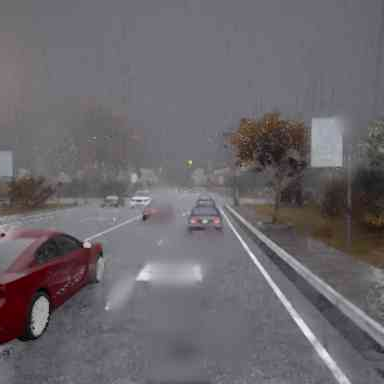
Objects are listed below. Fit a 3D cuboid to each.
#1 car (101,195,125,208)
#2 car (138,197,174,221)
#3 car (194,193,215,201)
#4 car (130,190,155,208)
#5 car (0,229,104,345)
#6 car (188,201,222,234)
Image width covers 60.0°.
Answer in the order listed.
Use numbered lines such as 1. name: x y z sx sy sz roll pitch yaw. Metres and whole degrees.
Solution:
1. car: -9.083 1.087 38.567 1.812 1.442 4.674 0 1 2
2. car: -2.505 1.364 25.299 1.994 1.385 4.181 0 1 2
3. car: 1.380 1.138 34.626 2.128 1.511 4.902 0 1 2
4. car: -5.587 0.867 38.394 2.150 2.045 5.566 0 1 2
5. car: -3.195 1.460 6.492 1.882 1.535 5.008 0 0 1
6. car: 0.727 1.454 18.579 2.033 1.411 5.357 0 1 2
